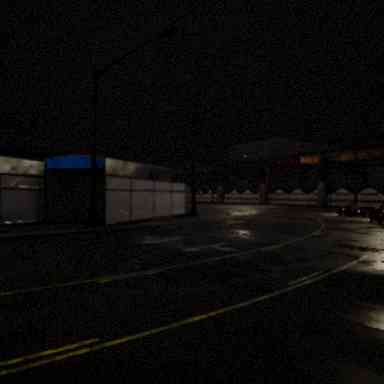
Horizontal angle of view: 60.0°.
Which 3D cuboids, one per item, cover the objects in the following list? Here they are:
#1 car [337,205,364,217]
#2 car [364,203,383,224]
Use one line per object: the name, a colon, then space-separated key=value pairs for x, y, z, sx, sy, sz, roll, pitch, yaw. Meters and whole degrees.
car: x=18.605 y=2.167 z=38.837 sx=1.994 sy=1.385 sz=4.181 roll=1 pitch=-1 yaw=4
car: x=17.044 y=2.030 z=29.284 sx=2.033 sy=1.411 sz=5.357 roll=0 pitch=-1 yaw=17
